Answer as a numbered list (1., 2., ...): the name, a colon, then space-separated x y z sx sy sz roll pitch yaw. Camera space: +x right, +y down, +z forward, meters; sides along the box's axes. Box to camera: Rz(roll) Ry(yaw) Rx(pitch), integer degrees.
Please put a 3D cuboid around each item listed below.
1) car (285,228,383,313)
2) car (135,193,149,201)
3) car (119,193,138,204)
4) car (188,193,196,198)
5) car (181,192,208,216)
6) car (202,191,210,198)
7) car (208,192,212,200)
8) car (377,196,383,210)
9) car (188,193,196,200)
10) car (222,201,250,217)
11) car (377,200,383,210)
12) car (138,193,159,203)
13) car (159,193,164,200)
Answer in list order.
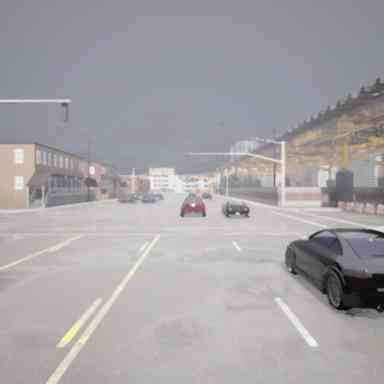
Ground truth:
1. car: 3.581 1.505 7.617 1.994 1.385 4.181 0 1 0
2. car: -10.467 0.988 69.918 2.128 1.511 4.902 0 0 0
3. car: -10.533 0.934 54.293 2.097 1.767 4.553 0 0 1
4. car: 0.040 0.872 84.965 2.033 1.411 5.357 0 0 0
5. car: 0.105 1.123 29.635 2.097 1.767 4.553 0 0 0
6. car: 3.540 0.687 84.932 2.097 1.767 4.553 0 0 0
7. car: 3.535 0.953 74.335 2.033 1.411 5.357 0 0 0
8. car: 19.484 1.047 32.062 1.853 1.218 4.536 0 1 44
9. car: 0.035 0.924 74.665 1.837 1.490 4.892 0 0 0
10. car: 3.605 1.382 28.312 1.895 1.301 4.718 0 0 0
11. car: 19.448 1.204 32.025 2.038 1.542 4.974 0 1 44
12. car: -7.035 0.934 54.364 2.097 1.767 4.553 0 0 0
13. car: -6.967 0.986 69.980 1.812 1.442 4.674 0 0 0
